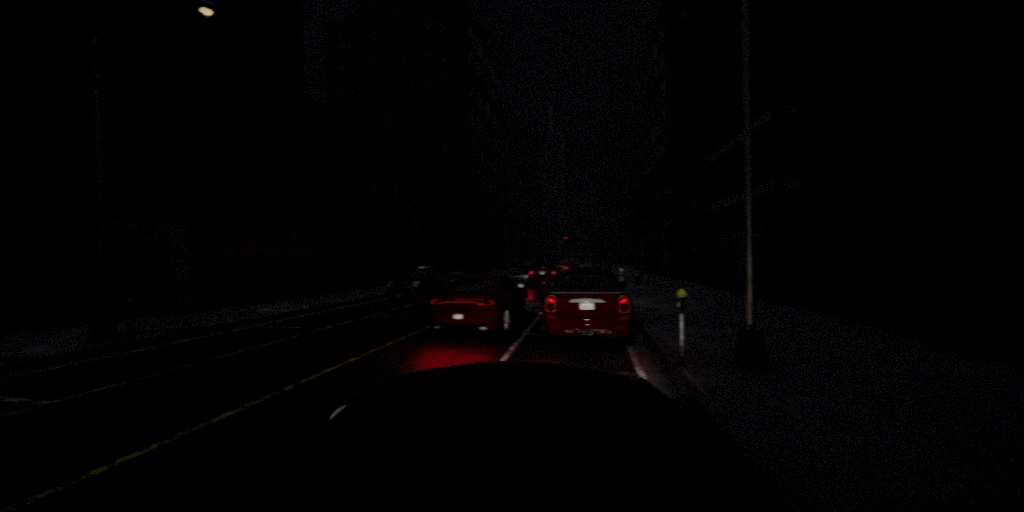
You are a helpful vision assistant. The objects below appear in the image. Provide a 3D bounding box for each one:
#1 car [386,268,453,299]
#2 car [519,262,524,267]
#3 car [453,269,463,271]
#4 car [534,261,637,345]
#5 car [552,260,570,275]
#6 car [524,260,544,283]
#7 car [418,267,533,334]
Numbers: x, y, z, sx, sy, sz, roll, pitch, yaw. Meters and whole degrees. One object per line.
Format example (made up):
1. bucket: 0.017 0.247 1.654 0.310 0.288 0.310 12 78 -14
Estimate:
1. car: -4.935 1.369 19.035 1.967 1.591 4.097 0 0 12
2. car: 2.059 1.519 51.812 1.888 1.381 4.507 0 0 12
3. car: -3.769 1.520 24.498 1.802 1.307 4.207 0 0 12
4. car: 2.060 1.112 9.815 2.097 1.767 4.553 -1 0 12
5. car: 5.891 1.320 42.678 1.801 1.575 5.366 -1 0 12
6. car: 2.496 1.192 26.299 2.097 1.767 4.553 -1 0 12
7. car: -0.770 1.291 10.980 1.882 1.535 5.008 -1 0 12
